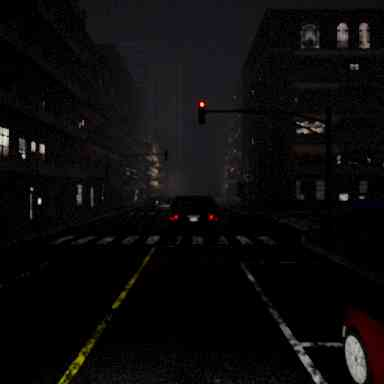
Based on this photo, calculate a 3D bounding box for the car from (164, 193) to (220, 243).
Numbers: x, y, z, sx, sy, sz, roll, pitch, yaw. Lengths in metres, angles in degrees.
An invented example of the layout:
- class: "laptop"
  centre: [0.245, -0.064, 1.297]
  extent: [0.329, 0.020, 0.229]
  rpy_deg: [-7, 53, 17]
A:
- class: "car"
  centre: [0.101, 1.153, 15.834]
  extent: [2.150, 2.045, 5.566]
  rpy_deg: [0, 1, 1]

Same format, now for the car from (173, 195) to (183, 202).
- class: "car"
  centre: [-2.858, 1.282, 68.252]
  extent: [1.994, 1.385, 4.181]
  rpy_deg: [0, 0, 0]

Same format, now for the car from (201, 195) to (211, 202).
- class: "car"
  centre: [2.831, 1.281, 67.936]
  extent: [2.008, 1.369, 4.403]
  rpy_deg: [-1, 0, 0]

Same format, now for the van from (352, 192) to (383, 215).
- class: "van"
  centre: [15.701, 0.913, 27.894]
  extent: [3.998, 1.788, 1.690]
  rpy_deg: [-1, 2, -1]

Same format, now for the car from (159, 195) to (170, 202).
- class: "car"
  centre: [-5.550, 1.313, 67.960]
  extent: [1.802, 1.307, 4.206]
  rpy_deg: [-1, 0, 0]

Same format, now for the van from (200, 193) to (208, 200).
- class: "van"
  centre: [2.853, 1.035, 78.990]
  extent: [1.690, 1.788, 3.998]
  rpy_deg: [-1, 0, 0]

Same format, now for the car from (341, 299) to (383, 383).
- class: "car"
  centre: [2.687, 1.533, 2.354]
  extent: [1.887, 1.381, 4.507]
  rpy_deg: [0, 0, 0]

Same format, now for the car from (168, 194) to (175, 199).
- class: "car"
  centre: [-5.500, 1.240, 90.071]
  extent: [1.802, 1.307, 4.206]
  rpy_deg: [-1, 0, 0]

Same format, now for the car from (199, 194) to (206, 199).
- class: "car"
  centre: [2.891, 1.186, 95.575]
  extent: [1.887, 1.381, 4.507]
  rpy_deg: [-1, 0, 0]

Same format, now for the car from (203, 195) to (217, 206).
- class: "car"
  centre: [2.793, 1.230, 51.352]
  extent: [1.967, 1.590, 4.097]
  rpy_deg: [-1, 0, 0]

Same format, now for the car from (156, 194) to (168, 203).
- class: "car"
  centre: [-5.563, 1.190, 62.431]
  extent: [1.967, 1.590, 4.097]
  rpy_deg: [-1, 0, 0]

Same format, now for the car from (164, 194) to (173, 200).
- class: "car"
  centre: [-5.526, 1.219, 78.845]
  extent: [1.752, 1.417, 4.829]
  rpy_deg: [-1, 0, 0]

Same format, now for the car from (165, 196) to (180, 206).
- class: "car"
  centre: [-2.972, 1.352, 51.895]
  extent: [1.994, 1.385, 4.181]
  rpy_deg: [0, 0, 0]

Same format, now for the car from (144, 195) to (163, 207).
- class: "car"
  centre: [-5.598, 1.361, 45.848]
  extent: [2.008, 1.369, 4.403]
  rpy_deg: [0, 0, 0]
